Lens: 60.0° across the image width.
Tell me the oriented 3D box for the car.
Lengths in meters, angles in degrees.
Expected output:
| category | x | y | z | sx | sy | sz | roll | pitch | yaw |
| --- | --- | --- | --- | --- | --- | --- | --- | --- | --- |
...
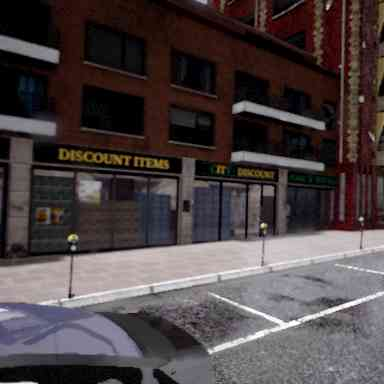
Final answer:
| category | x | y | z | sx | sy | sz | roll | pitch | yaw |
| --- | --- | --- | --- | --- | --- | --- | --- | --- | --- |
| car | -2.038 | 1.486 | 1.489 | 4.902 | 1.511 | 2.128 | 1 | -1 | -35 |
